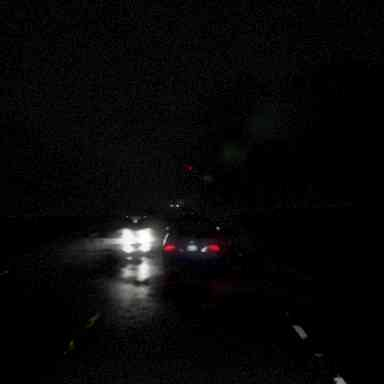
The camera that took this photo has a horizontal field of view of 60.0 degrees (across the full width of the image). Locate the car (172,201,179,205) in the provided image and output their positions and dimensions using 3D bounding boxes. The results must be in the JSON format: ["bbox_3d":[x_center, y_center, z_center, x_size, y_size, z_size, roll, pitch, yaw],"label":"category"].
[{"bbox_3d":[-4.695,3.058,93.358,1.895,1.301,4.718,0,-2,-1],"label":"car"}]

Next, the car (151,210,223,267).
[{"bbox_3d":[0.022,1.571,11.467,2.033,1.411,5.357,0,0,0],"label":"car"}]

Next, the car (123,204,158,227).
[{"bbox_3d":[-3.551,1.586,23.460,2.128,1.511,4.902,0,0,1],"label":"car"}]

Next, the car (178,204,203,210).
[{"bbox_3d":[0.035,1.723,27.939,1.895,1.301,4.718,0,0,0],"label":"car"}]
